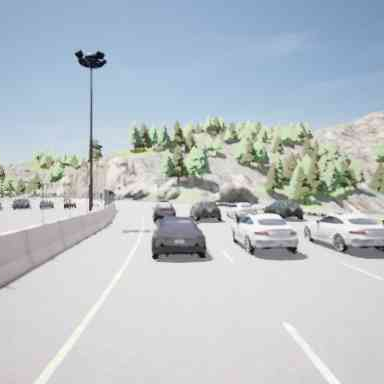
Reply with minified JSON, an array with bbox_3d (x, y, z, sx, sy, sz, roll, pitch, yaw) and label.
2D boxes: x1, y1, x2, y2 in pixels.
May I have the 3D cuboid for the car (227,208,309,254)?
[{"bbox_3d":[2.891,1.608,13.830,1.812,1.442,4.674,0,0,-4],"label":"car"}]

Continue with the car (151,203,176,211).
[{"bbox_3d":[-2.388,1.677,28.273,2.128,1.511,4.902,0,0,-9],"label":"car"}]

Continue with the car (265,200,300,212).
[{"bbox_3d":[8.022,1.523,29.627,2.097,1.767,4.553,0,0,-9],"label":"car"}]

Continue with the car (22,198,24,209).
[{"bbox_3d":[-25.988,1.731,50.895,2.097,1.767,4.553,0,0,-18],"label":"car"}]

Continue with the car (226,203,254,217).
[{"bbox_3d":[4.436,1.706,29.905,1.812,1.442,4.674,0,0,-9],"label":"car"}]

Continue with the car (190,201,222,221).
[{"bbox_3d":[1.088,1.532,28.678,2.097,1.767,4.553,0,0,-9],"label":"car"}]

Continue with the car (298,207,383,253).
[{"bbox_3d":[6.385,1.601,14.013,1.812,1.442,4.674,0,0,-4],"label":"car"}]

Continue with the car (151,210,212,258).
[{"bbox_3d":[-0.574,1.651,13.237,1.994,1.385,4.181,0,0,-4],"label":"car"}]
